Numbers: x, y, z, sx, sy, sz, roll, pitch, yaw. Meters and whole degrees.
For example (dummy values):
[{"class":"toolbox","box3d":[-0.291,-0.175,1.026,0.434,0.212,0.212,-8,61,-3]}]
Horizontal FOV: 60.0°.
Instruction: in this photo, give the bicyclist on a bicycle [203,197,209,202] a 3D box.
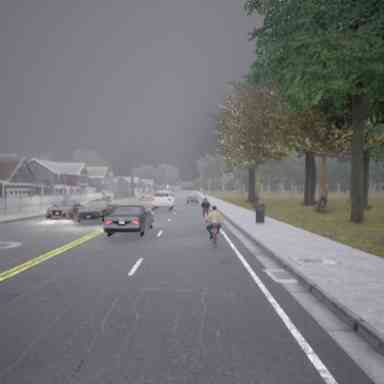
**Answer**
[{"class":"bicyclist on a bicycle","box3d":[0.881,1.204,21.438,0.659,1.776,1.843,0,1,0]}]

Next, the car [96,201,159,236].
[{"class":"car","box3d":[-3.162,1.411,17.465,2.033,1.411,5.357,0,0,0]}]

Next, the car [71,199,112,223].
[{"class":"car","box3d":[-6.615,1.294,23.726,1.882,1.535,5.008,0,0,0]}]

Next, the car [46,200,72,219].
[{"class":"car","box3d":[-9.867,1.361,26.300,1.994,1.385,4.181,0,0,0]}]

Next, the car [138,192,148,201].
[{"class":"car","box3d":[-9.805,0.846,68.072,2.097,1.767,4.553,0,0,0]}]

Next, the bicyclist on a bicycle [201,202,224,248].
[{"class":"bicyclist on a bicycle","box3d":[0.877,1.333,13.150,0.866,1.612,1.509,0,0,0]}]

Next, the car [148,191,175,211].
[{"class":"car","box3d":[-3.174,0.941,37.053,2.150,2.045,5.566,0,0,0]}]

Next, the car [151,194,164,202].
[{"class":"car","box3d":[-6.585,1.123,64.121,1.895,1.301,4.718,0,0,1]}]

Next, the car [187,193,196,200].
[{"class":"car","box3d":[-0.054,0.919,74.737,1.882,1.535,5.008,0,0,0]}]

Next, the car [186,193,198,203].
[{"class":"car","box3d":[0.052,1.131,55.895,2.033,1.411,5.357,0,0,0]}]
